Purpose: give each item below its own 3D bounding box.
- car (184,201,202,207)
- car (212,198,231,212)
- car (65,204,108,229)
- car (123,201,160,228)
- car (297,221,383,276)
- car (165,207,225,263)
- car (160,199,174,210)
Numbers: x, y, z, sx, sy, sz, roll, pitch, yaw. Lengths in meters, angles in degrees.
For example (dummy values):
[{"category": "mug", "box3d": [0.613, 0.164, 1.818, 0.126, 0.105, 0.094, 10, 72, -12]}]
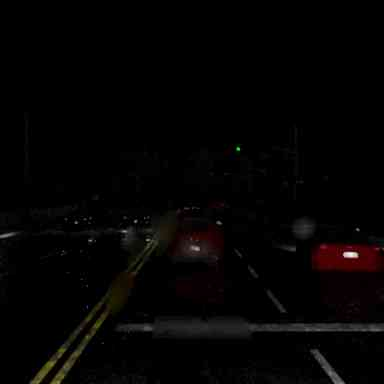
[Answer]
[{"category": "car", "box3d": [0.109, 1.767, 37.638, 2.033, 1.411, 5.357, 0, 0, 0]}, {"category": "car", "box3d": [3.637, 1.598, 42.073, 2.097, 1.767, 4.553, 0, 0, 1]}, {"category": "car", "box3d": [-7.093, 1.639, 22.790, 1.837, 1.490, 4.892, 0, 0, 0]}, {"category": "car", "box3d": [-3.593, 1.643, 23.587, 1.837, 1.490, 4.892, 0, 0, 0]}, {"category": "car", "box3d": [4.574, 1.627, 10.681, 1.994, 1.385, 4.181, 0, 0, 12]}, {"category": "car", "box3d": [0.100, 1.550, 12.355, 1.882, 1.535, 5.008, 0, 0, 0]}, {"category": "car", "box3d": [-3.492, 1.746, 45.013, 1.882, 1.535, 5.008, 0, -1, 0]}]
